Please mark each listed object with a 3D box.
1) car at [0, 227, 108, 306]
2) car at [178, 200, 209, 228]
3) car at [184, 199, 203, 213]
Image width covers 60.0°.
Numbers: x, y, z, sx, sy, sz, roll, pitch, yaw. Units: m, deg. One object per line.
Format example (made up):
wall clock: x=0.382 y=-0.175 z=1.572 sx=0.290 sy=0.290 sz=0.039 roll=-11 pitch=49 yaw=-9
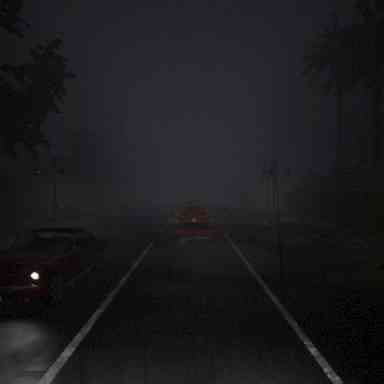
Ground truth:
car: x=-3.571 y=1.615 z=8.203 sx=1.895 sy=1.301 sz=4.718 roll=0 pitch=0 yaw=0
car: x=0.099 y=1.515 z=22.443 sx=1.882 sy=1.535 sz=5.008 roll=0 pitch=0 yaw=0
car: x=0.193 y=1.611 z=38.576 sx=2.033 sy=1.411 sz=5.357 roll=0 pitch=0 yaw=1
